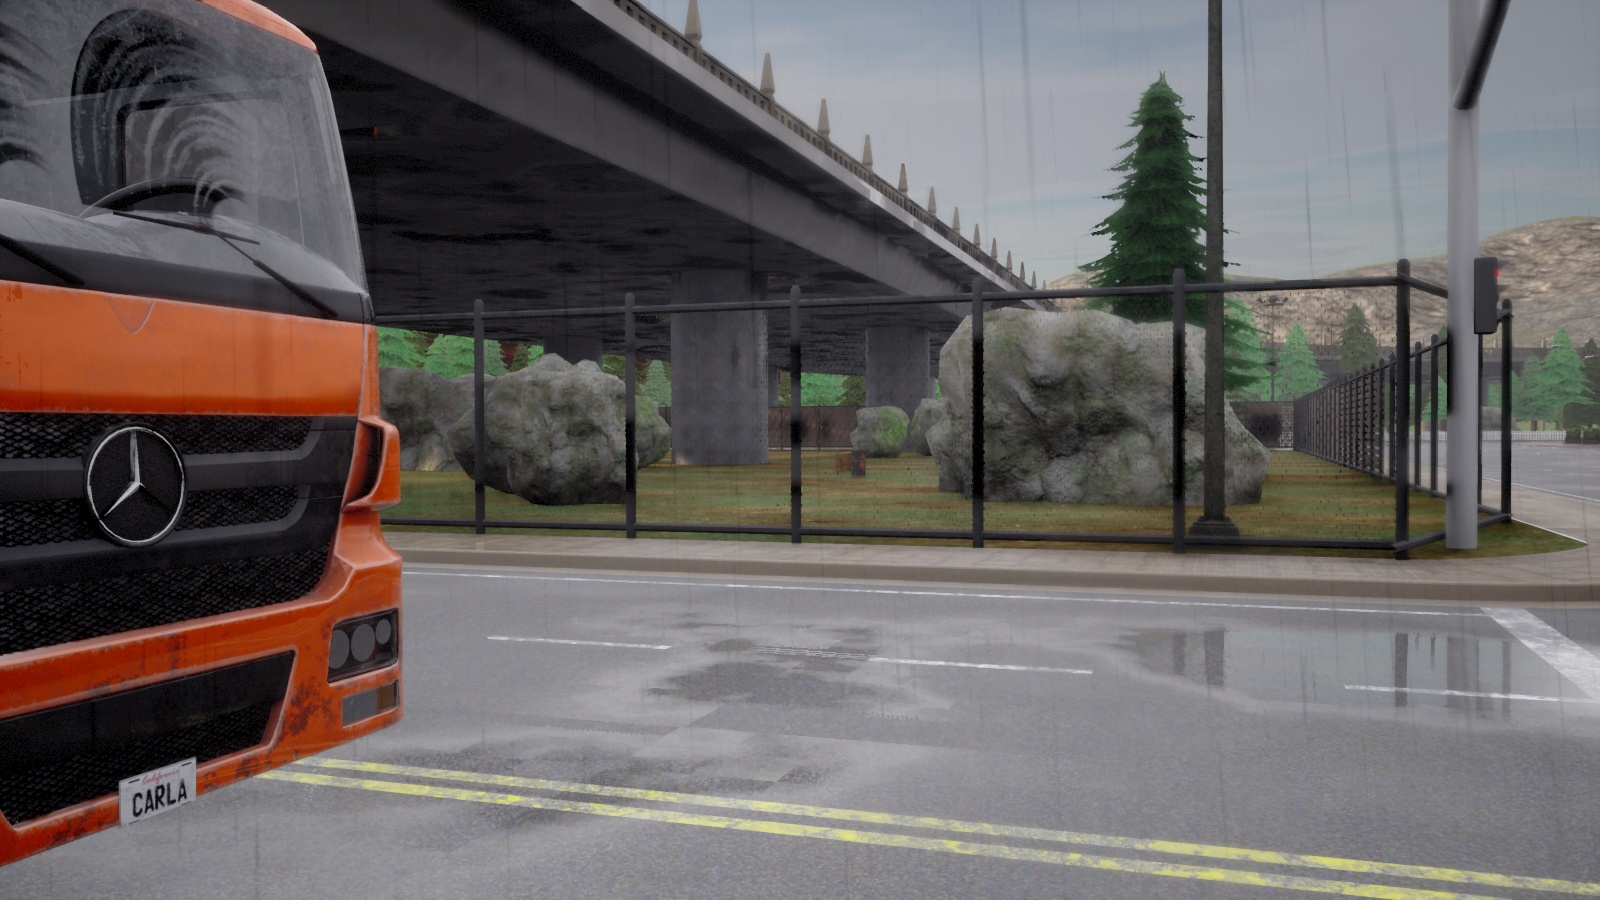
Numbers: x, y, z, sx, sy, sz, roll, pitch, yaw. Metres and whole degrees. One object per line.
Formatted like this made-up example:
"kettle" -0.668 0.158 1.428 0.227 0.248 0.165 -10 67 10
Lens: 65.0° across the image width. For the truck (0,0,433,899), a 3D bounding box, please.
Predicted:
"truck" -5.760 -0.260 5.158 7.936 3.462 2.891 1 1 19
